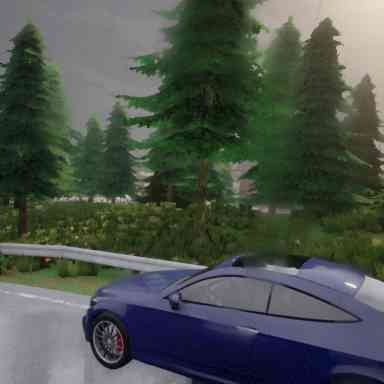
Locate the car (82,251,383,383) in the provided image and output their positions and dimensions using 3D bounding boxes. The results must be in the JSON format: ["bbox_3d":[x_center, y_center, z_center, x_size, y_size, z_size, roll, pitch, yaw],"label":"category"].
[{"bbox_3d":[0.743,1.499,4.106,4.674,1.442,1.812,1,1,31],"label":"car"}]
